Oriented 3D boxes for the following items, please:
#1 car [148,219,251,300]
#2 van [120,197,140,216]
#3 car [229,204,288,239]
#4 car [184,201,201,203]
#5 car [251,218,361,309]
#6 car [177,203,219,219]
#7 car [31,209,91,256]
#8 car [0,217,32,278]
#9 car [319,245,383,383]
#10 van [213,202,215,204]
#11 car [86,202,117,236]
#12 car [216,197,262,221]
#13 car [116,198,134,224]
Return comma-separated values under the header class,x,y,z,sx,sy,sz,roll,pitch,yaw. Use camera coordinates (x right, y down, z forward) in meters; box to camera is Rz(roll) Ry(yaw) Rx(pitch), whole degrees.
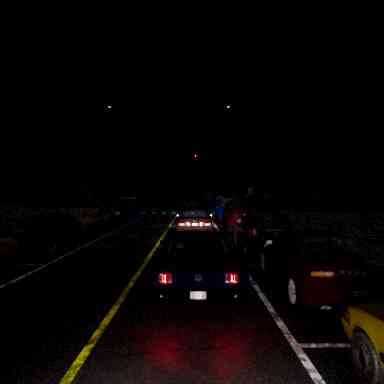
class,x,y,z,sx,sy,sz,roll,pitch,yaw
car,0.117,1.599,8.294,1.895,1.301,4.718,0,0,0
van,-5.706,1.337,29.472,1.690,1.788,3.998,0,0,0
car,2.786,1.437,13.141,1.967,1.590,4.097,0,0,0
car,0.053,1.474,27.712,1.882,1.535,5.008,0,0,0
car,2.775,1.543,7.704,1.887,1.381,4.507,0,0,0
car,0.133,1.544,17.885,2.033,1.411,5.357,0,0,0
car,-5.739,1.563,13.159,1.947,1.339,4.313,0,0,0
car,-5.750,1.523,7.552,1.752,1.417,4.829,0,0,0
car,2.765,1.525,2.436,1.752,1.417,4.829,0,0,0
van,2.820,1.337,29.454,1.690,1.788,3.998,0,0,0
car,-5.728,1.522,18.427,1.752,1.417,4.829,0,0,0
car,2.797,1.312,18.579,2.192,1.841,5.009,0,0,0
car,-5.717,1.436,24.034,1.967,1.590,4.097,0,0,0
